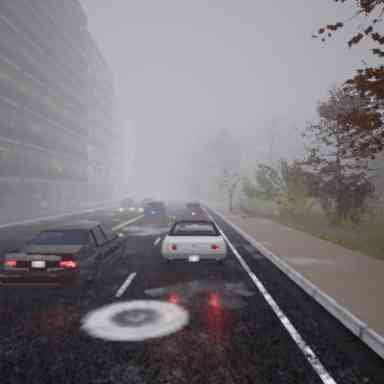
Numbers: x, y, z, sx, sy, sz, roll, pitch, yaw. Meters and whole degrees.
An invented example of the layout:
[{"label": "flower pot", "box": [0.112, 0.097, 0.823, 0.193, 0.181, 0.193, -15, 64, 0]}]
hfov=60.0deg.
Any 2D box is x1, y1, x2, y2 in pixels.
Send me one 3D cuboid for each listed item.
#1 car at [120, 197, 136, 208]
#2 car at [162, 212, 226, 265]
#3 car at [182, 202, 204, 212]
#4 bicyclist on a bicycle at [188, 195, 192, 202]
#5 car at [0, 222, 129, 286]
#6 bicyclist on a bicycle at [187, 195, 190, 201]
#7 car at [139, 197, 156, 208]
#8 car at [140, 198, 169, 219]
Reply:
[{"label": "car", "box": [-9.904, 1.586, 51.919, 1.882, 1.535, 5.008, 0, 0, -1]}, {"label": "car", "box": [0.079, 1.623, 11.769, 1.895, 1.301, 4.718, 0, 0, 0]}, {"label": "car", "box": [0.116, 1.584, 29.172, 1.812, 1.442, 4.674, 0, 0, 0]}, {"label": "bicyclist on a bicycle", "box": [-0.325, 1.605, 80.855, 0.866, 1.612, 1.509, 0, 0, -3]}, {"label": "car", "box": [-3.193, 1.564, 9.483, 2.033, 1.411, 5.357, 0, 0, 1]}, {"label": "bicyclist on a bicycle", "box": [-0.928, 1.633, 89.914, 0.582, 1.620, 1.656, 0, 0, -4]}, {"label": "car", "box": [-6.636, 1.582, 50.165, 1.882, 1.535, 5.008, 0, 0, -1]}, {"label": "car", "box": [-3.129, 1.536, 29.712, 1.882, 1.535, 5.008, 0, 0, 0]}]
